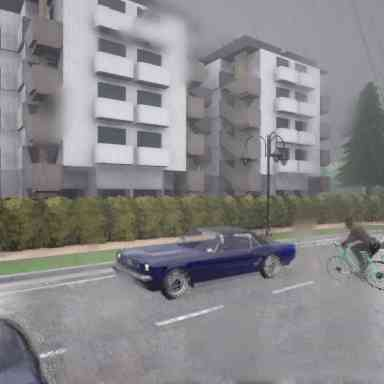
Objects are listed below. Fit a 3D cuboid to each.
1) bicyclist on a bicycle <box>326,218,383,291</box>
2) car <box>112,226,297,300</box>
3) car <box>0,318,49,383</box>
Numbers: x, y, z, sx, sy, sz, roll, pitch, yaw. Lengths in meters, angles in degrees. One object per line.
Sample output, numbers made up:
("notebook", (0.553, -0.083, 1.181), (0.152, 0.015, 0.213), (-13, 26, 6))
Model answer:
("bicyclist on a bicycle", (3.945, 1.455, 7.945), (0.582, 1.620, 1.656), (0, -2, -37))
("car", (0.446, 1.601, 8.509), (4.718, 1.301, 1.895), (0, 0, -35))
("car", (-3.415, 1.548, 1.371), (5.357, 1.411, 2.033), (0, 0, -37))
